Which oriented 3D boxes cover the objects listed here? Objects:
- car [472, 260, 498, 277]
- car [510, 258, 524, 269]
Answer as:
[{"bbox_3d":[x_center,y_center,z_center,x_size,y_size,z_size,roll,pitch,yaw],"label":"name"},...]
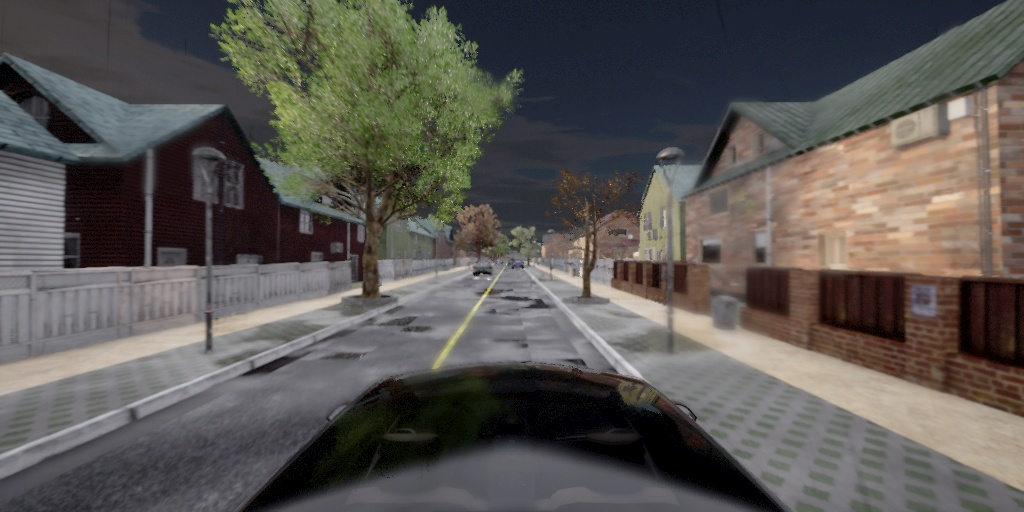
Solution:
[{"bbox_3d":[-2.845,1.322,36.222,2.033,1.411,5.357,0,0,0],"label":"car"},{"bbox_3d":[0.965,1.323,57.036,1.812,1.442,4.674,0,0,0],"label":"car"}]
